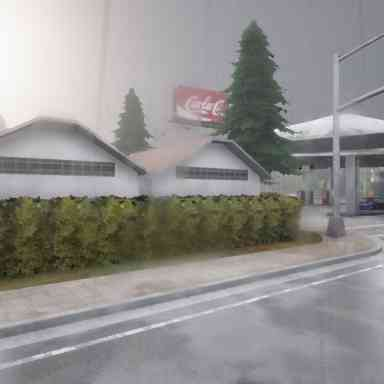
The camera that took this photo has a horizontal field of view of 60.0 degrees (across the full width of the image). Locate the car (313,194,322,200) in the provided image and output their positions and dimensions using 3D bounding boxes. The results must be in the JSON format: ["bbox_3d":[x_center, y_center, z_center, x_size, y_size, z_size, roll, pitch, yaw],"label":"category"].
[{"bbox_3d":[33.040,1.330,89.523,2.152,1.636,5.027,0,0,-36],"label":"car"}]

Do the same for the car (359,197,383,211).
[{"bbox_3d":[21.919,1.480,40.042,4.611,1.667,2.242,0,0,-36],"label":"car"}]
